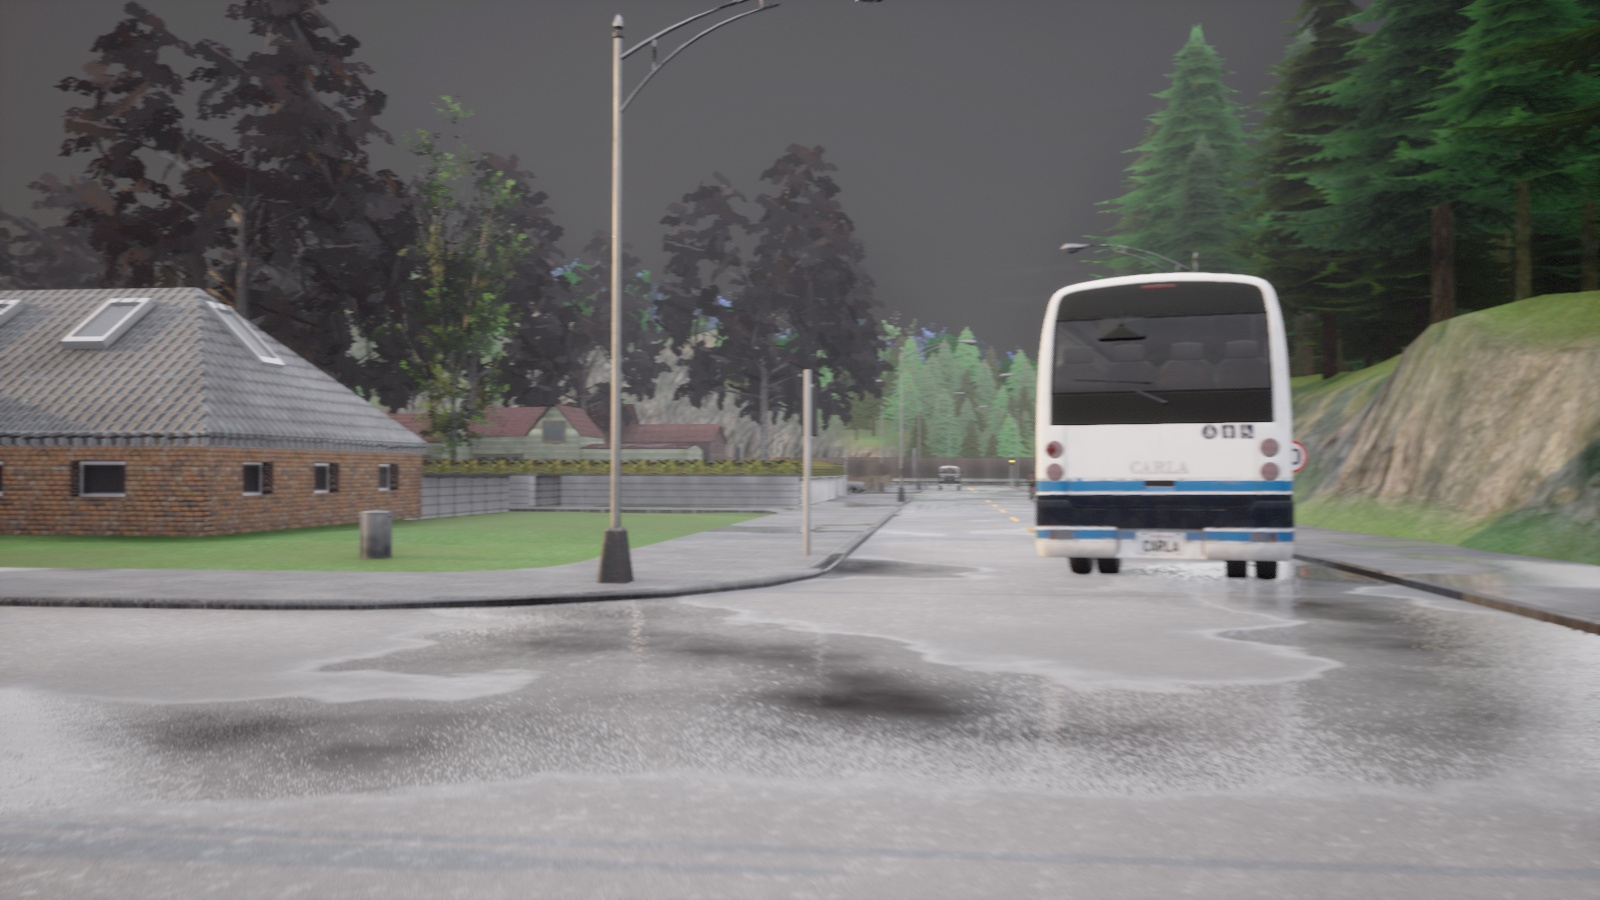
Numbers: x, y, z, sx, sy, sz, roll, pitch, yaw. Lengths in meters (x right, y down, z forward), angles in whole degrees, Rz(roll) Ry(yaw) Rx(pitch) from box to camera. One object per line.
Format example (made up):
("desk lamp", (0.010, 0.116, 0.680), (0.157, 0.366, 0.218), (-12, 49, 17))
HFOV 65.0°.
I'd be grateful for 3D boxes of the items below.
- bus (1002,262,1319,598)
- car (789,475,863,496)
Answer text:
("bus", (6.351, -0.218, 21.389), (3.944, 4.253, 10.273), (-1, 0, 19))
("car", (1.734, 2.279, 81.587), (4.718, 1.301, 1.895), (0, -1, 4))
